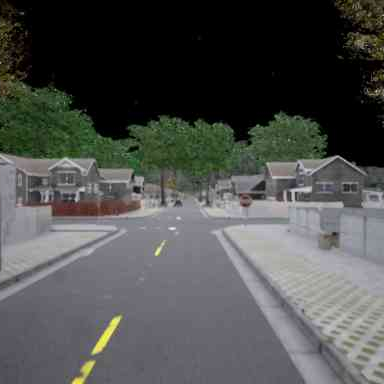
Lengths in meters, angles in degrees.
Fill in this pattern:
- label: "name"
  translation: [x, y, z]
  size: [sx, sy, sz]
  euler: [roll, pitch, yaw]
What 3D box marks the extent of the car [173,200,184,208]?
- label: "car"
  translation: [-2.747, 2.414, 67.668]
  size: [1.837, 1.490, 4.892]
  euler: [0, -1, 0]
